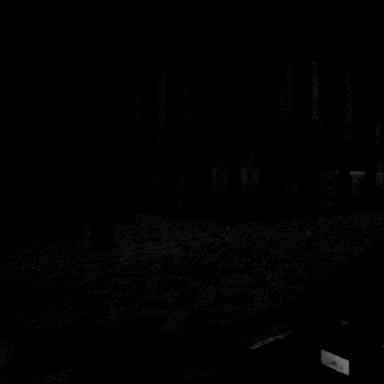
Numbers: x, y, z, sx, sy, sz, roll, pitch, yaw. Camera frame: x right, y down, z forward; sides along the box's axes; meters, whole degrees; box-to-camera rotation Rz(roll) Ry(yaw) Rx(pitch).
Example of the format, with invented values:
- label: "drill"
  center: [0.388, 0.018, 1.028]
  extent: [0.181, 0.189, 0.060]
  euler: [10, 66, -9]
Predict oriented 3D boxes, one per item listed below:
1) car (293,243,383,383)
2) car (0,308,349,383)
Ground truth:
- label: "car"
  center: [3.348, 1.483, 4.954]
  extent: [4.313, 1.339, 1.947]
  euler: [-1, 1, -36]
- label: "car"
  center: [-1.227, 1.574, 1.662]
  extent: [4.206, 1.307, 1.802]
  euler: [-1, 1, -36]
